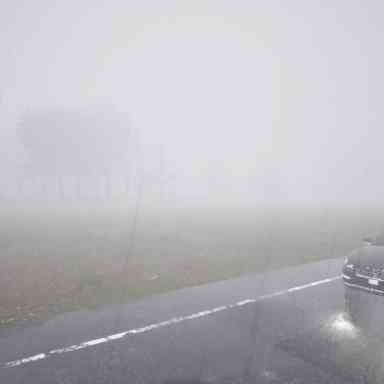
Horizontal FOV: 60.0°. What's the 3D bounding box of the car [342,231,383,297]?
[{"bbox_3d":[5.522,1.505,7.907,4.892,1.490,1.837,0,0,-35],"label":"car"}]
